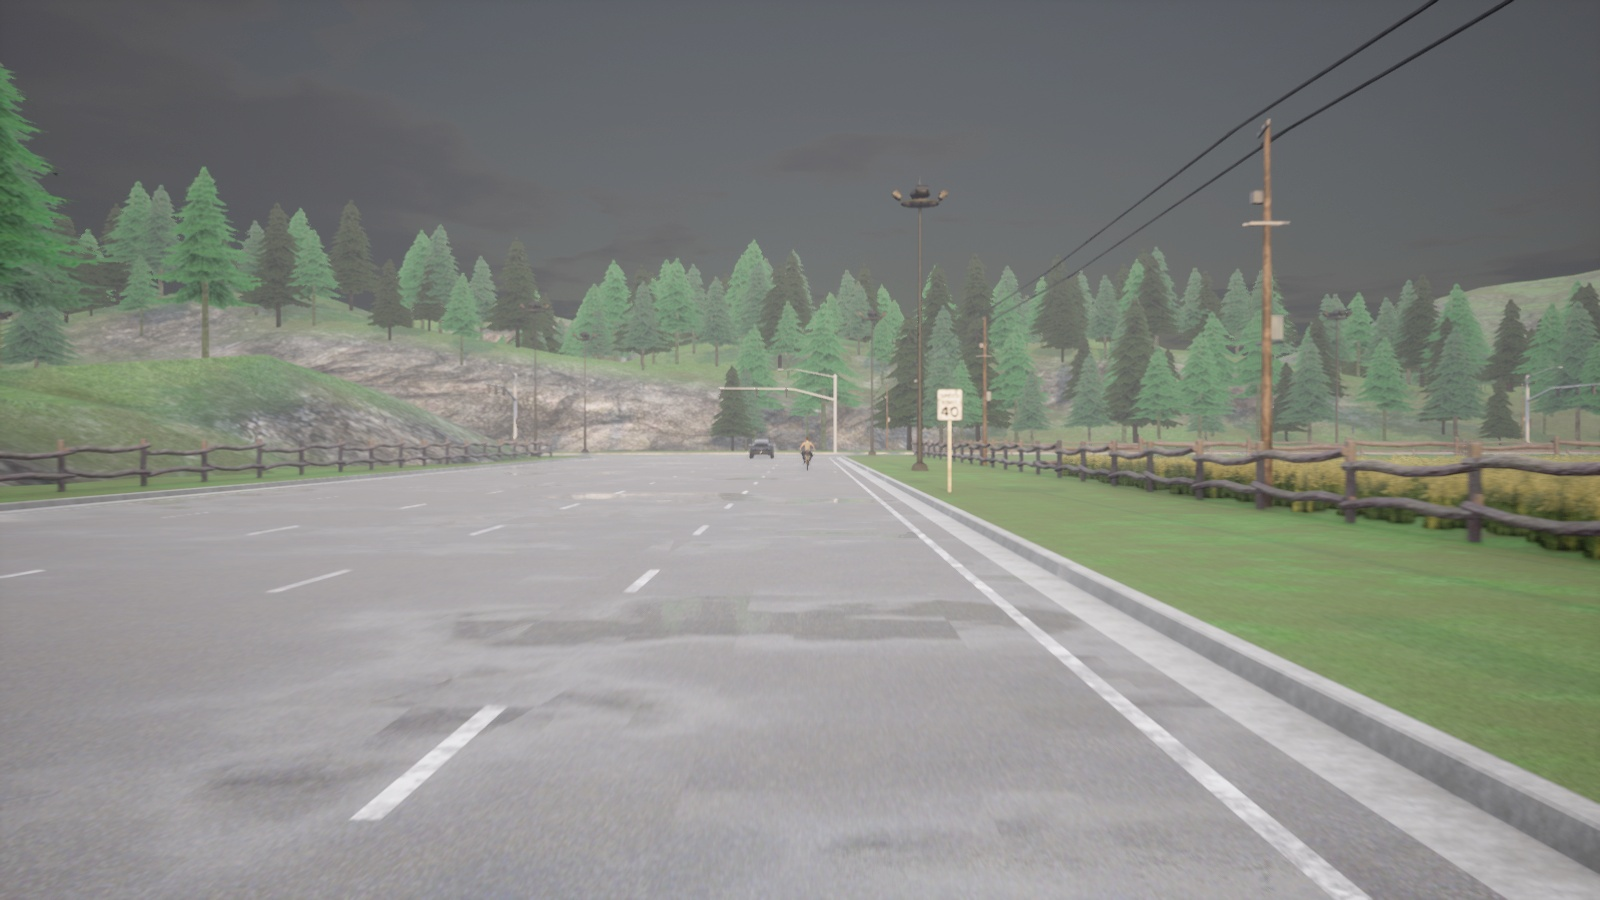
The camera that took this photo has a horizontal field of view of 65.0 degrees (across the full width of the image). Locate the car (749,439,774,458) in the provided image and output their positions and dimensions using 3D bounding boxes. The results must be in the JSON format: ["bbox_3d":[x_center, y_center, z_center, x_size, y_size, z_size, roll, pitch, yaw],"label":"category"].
[{"bbox_3d":[-2.961,-0.127,97.389,1.837,1.490,4.892,0,0,0],"label":"car"}]
